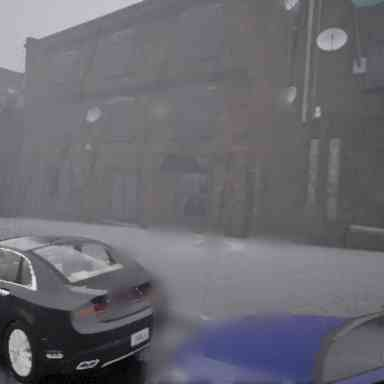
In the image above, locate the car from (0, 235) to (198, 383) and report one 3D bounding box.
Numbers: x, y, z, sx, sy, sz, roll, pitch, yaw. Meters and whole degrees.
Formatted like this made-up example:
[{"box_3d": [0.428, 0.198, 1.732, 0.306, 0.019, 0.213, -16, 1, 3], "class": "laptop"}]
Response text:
[{"box_3d": [-2.589, 1.444, 5.381, 4.892, 1.521, 2.231, 1, 0, 36], "class": "car"}]
